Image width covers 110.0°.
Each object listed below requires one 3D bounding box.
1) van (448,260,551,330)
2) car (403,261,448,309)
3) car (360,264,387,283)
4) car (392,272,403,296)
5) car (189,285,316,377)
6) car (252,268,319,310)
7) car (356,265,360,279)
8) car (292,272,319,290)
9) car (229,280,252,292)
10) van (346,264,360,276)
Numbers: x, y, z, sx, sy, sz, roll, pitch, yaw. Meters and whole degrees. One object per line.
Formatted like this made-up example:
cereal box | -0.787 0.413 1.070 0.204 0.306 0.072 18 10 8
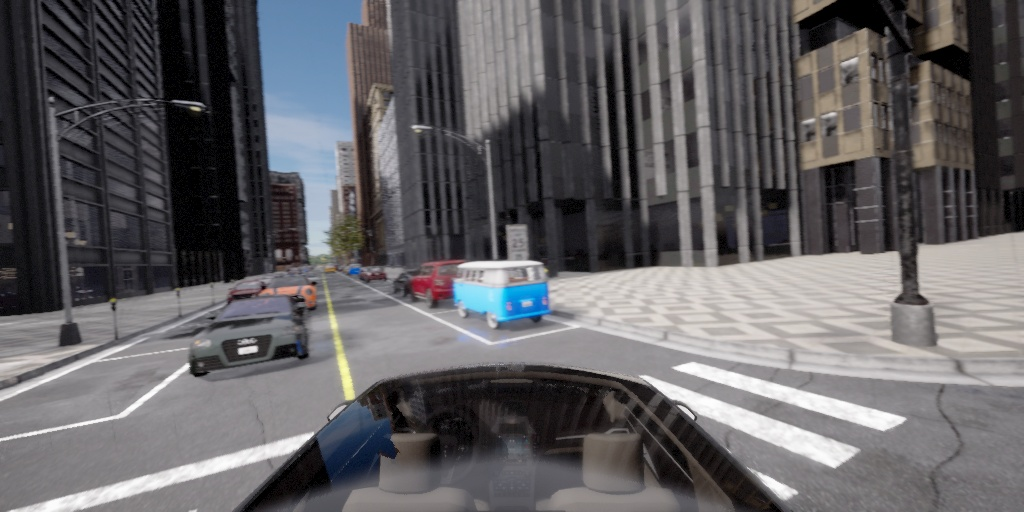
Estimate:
van | -0.426 1.047 10.913 1.690 1.789 3.998 0 0 -28
car | -3.076 1.146 15.892 2.192 1.841 5.009 0 0 -28
car | -13.675 1.764 35.800 1.967 1.591 4.097 0 0 -28
car | -5.726 1.521 20.869 1.948 1.339 4.313 0 0 -28
car | -5.996 1.666 8.634 1.994 1.385 4.181 -4 1 -28
car | -10.374 1.659 16.831 2.097 1.767 4.553 -4 1 -28
car | -16.326 2.028 40.779 1.802 1.307 4.207 0 0 -28
car | -19.267 2.320 33.658 1.895 1.301 4.718 -4 1 -28
car | -15.892 2.168 21.860 1.888 1.381 4.507 0 0 -28
van | -24.276 2.145 55.710 1.690 1.789 3.998 0 0 -28
